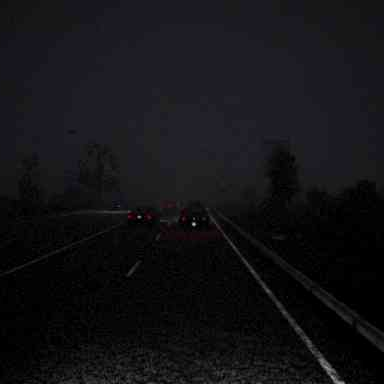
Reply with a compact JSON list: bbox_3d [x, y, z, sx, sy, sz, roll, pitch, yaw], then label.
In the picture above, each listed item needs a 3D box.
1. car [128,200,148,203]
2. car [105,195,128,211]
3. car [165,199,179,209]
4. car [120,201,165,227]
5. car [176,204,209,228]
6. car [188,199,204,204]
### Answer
[{"bbox_3d":[-6.666,1.748,44.760,2.033,1.411,5.357,0,0,2],"label":"car"},{"bbox_3d":[-10.134,1.428,45.529,2.150,2.045,5.566,0,-1,2],"label":"car"},{"bbox_3d":[-2.903,1.687,46.934,1.882,1.535,5.008,0,0,2],"label":"car"},{"bbox_3d":[-3.374,1.655,23.917,2.033,1.411,5.357,0,0,1],"label":"car"},{"bbox_3d":[0.141,1.703,22.775,1.895,1.301,4.718,0,0,0],"label":"car"},{"bbox_3d":[0.491,1.701,43.932,1.837,1.490,4.892,0,0,2],"label":"car"}]
